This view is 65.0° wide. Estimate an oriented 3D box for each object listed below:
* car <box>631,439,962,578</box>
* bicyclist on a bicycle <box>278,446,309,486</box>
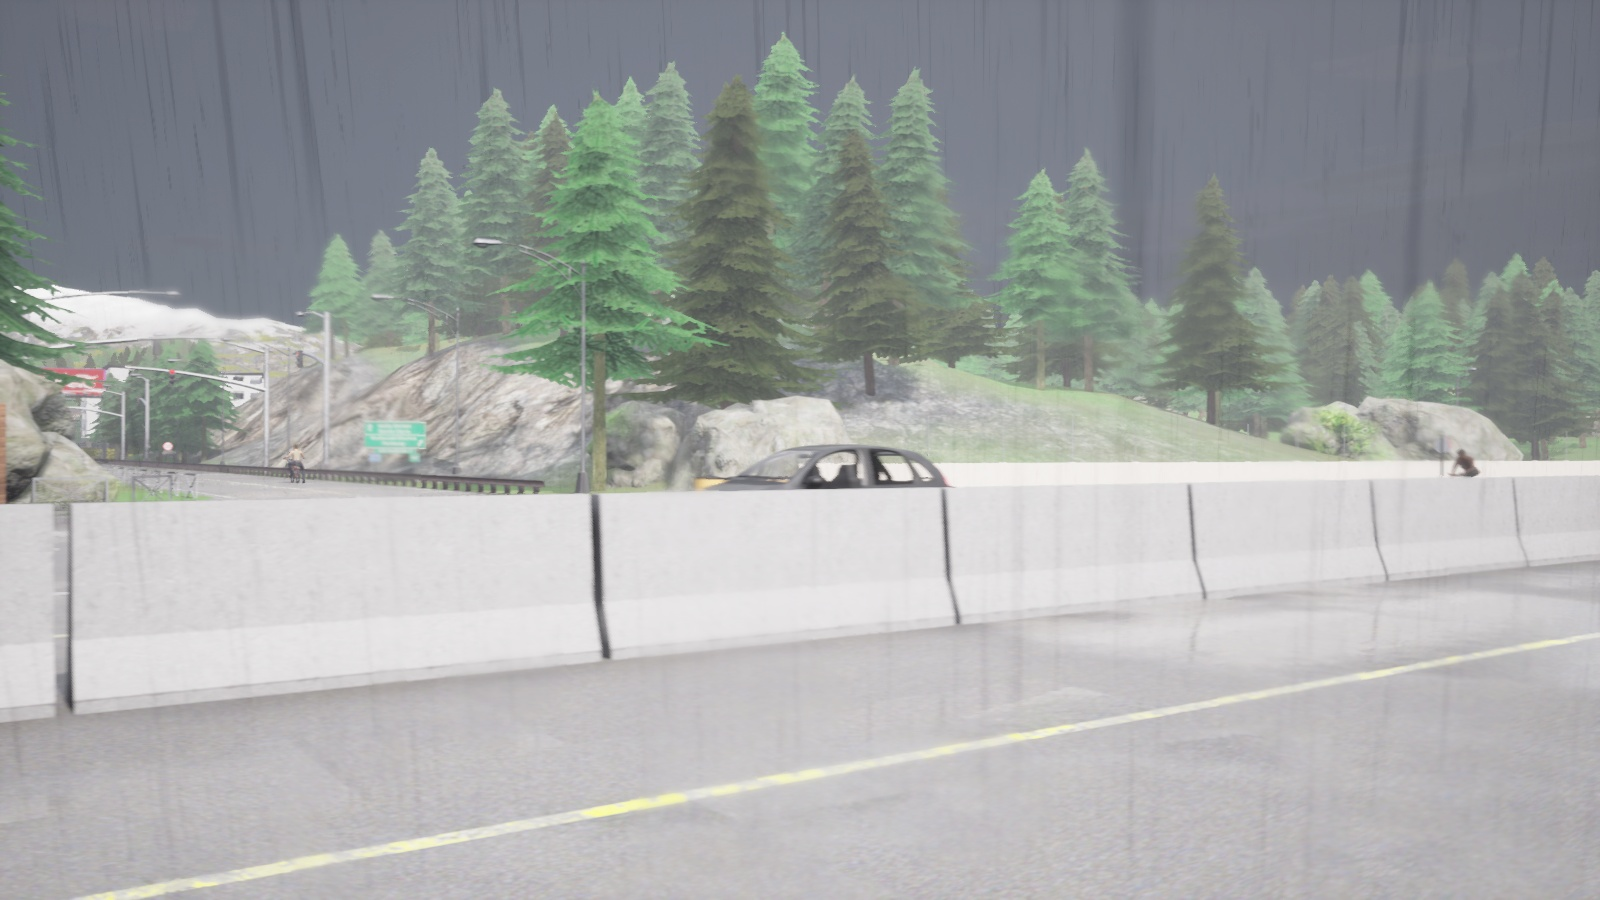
[{"bbox_3d":[0.005,0.684,16.456,3.988,1.617,1.851,0,0,-35],"label":"car"},{"bbox_3d":[-20.858,0.656,51.692,0.866,1.612,1.509,0,0,-34],"label":"bicyclist on a bicycle"}]
